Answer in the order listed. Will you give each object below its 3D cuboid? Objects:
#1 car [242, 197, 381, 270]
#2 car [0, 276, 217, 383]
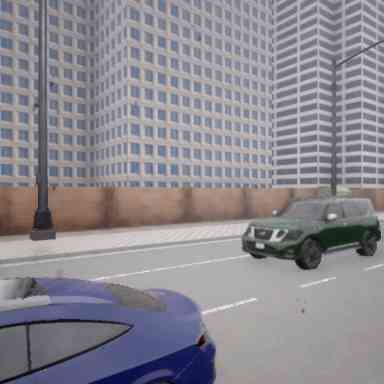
[{"bbox_3d":[4.245,1.221,11.359,5.566,2.045,2.150,0,0,-35],"label":"car"},{"bbox_3d":[-1.876,1.526,2.564,4.674,1.442,1.812,0,0,-37],"label":"car"}]
